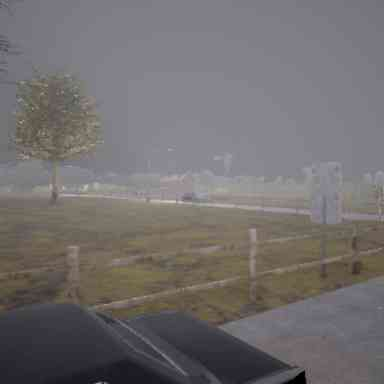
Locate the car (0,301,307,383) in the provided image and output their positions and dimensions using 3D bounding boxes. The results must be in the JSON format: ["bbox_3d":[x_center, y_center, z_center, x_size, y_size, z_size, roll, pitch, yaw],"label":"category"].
[{"bbox_3d":[-1.480,1.601,2.009,4.718,1.301,1.895,0,0,-35],"label":"car"}]

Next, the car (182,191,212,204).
[{"bbox_3d":[0.670,0.657,43.617,2.097,1.767,4.553,1,1,-35],"label":"car"}]

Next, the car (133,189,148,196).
[{"bbox_3d":[-8.781,0.254,56.973,1.837,1.490,4.892,1,0,-36],"label":"car"}]
